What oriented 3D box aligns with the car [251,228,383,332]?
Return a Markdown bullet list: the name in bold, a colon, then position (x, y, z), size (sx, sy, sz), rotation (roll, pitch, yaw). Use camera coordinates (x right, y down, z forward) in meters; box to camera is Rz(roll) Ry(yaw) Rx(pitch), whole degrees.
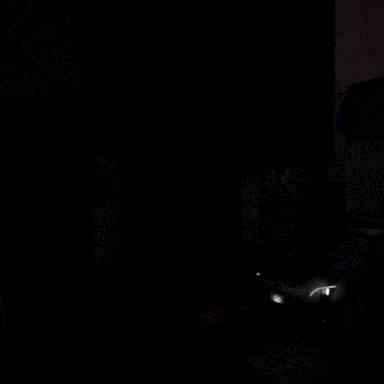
- **car**: position (3.326, 1.526, 6.968), size (4.674, 1.442, 1.812), rotation (0, 0, -36)
